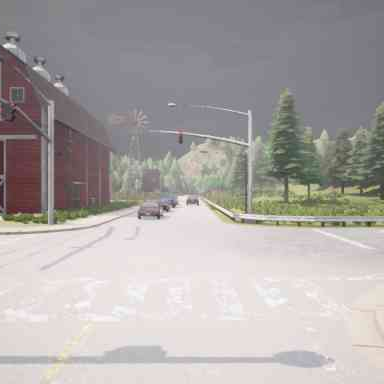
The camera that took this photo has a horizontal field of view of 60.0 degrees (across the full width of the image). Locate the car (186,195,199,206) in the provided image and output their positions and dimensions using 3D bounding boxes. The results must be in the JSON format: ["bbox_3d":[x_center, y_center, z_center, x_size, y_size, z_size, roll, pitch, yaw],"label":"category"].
[{"bbox_3d":[0.094,1.352,55.549,2.097,1.767,4.553,0,0,0],"label":"car"}]

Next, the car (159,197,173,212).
[{"bbox_3d":[-3.535,1.601,38.304,1.895,1.301,4.718,0,0,0],"label":"car"}]

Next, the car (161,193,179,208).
[{"bbox_3d":[-3.507,1.221,48.161,2.150,2.045,5.566,0,0,1],"label":"car"}]

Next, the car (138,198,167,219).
[{"bbox_3d":[-3.551,1.526,29.143,1.812,1.442,4.674,0,0,0],"label":"car"}]

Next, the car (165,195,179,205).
[{"bbox_3d":[-3.464,1.352,58.241,2.097,1.767,4.553,0,0,0],"label":"car"}]
